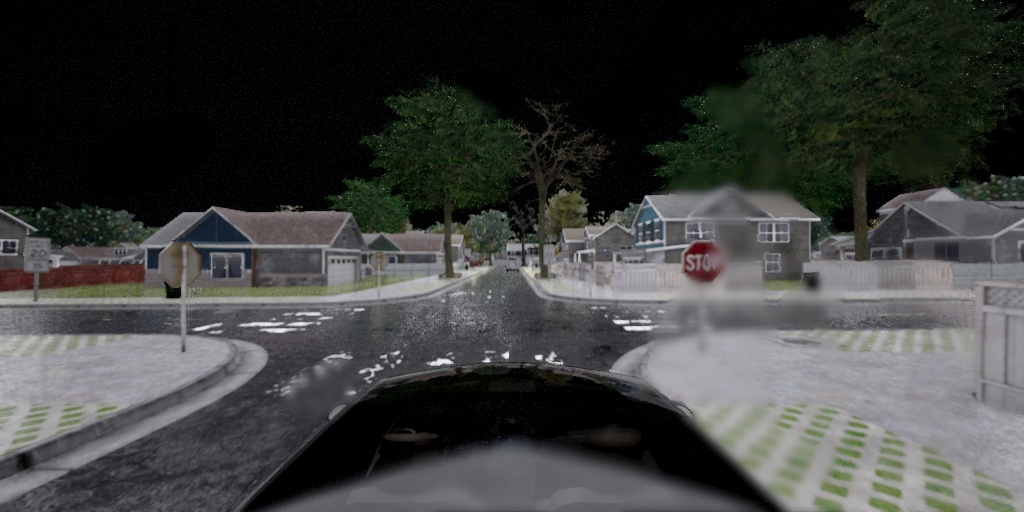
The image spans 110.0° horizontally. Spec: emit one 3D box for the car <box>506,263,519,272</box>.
[{"bbox_3d":[0.094,1.850,56.485,1.994,1.385,4.181,0,-1,0],"label":"car"}]
